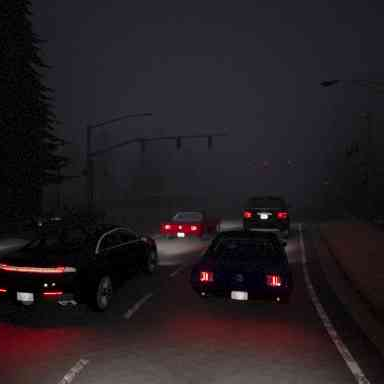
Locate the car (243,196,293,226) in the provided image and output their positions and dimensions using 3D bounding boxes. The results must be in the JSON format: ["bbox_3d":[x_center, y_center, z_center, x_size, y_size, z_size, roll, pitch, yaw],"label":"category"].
[{"bbox_3d":[4.062,1.221,17.623,2.150,2.045,5.566,0,0,17],"label":"car"}]

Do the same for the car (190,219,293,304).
[{"bbox_3d":[1.387,1.601,8.227,1.895,1.301,4.718,0,0,13],"label":"car"}]

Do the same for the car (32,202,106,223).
[{"bbox_3d":[-6.730,1.331,18.688,2.128,1.511,4.902,0,0,17],"label":"car"}]

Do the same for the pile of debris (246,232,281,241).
[{"bbox_3d":[3.538,2.175,16.343,1.500,0.140,1.860,0,0,17],"label":"pile of debris"}]

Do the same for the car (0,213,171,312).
[{"bbox_3d":[-2.240,1.492,7.793,2.128,1.511,4.902,0,0,11],"label":"car"}]

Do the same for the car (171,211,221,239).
[{"bbox_3d":[0.163,1.601,16.806,1.895,1.301,4.718,0,0,17],"label":"car"}]
